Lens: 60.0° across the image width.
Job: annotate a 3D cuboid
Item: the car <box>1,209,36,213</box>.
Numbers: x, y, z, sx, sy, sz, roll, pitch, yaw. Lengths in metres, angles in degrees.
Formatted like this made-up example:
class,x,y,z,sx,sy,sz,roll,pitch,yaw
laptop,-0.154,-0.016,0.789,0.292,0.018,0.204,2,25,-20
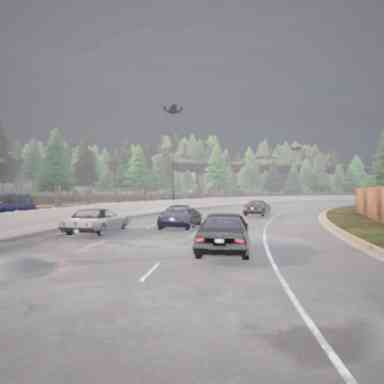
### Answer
class,x,y,z,sx,sy,sz,roll,pitch,yaw
car,-11.783,1.103,19.855,2.150,2.045,5.566,0,0,12

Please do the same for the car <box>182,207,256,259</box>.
class,x,y,z,sx,sy,sz,roll,pitch,yaw
car,1.219,1.503,12.408,2.033,1.411,5.357,0,0,9

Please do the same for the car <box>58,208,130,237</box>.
class,x,y,z,sx,sy,sz,roll,pitch,yaw
car,-4.921,1.515,17.586,1.895,1.301,4.718,0,0,11

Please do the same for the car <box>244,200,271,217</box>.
class,x,y,z,sx,sy,sz,roll,pitch,yaw
car,5.979,1.449,30.276,2.033,1.411,5.357,0,0,21

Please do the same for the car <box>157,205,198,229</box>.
class,x,y,z,sx,sy,sz,roll,pitch,yaw
car,-0.661,1.482,20.430,1.994,1.385,4.181,0,0,13
